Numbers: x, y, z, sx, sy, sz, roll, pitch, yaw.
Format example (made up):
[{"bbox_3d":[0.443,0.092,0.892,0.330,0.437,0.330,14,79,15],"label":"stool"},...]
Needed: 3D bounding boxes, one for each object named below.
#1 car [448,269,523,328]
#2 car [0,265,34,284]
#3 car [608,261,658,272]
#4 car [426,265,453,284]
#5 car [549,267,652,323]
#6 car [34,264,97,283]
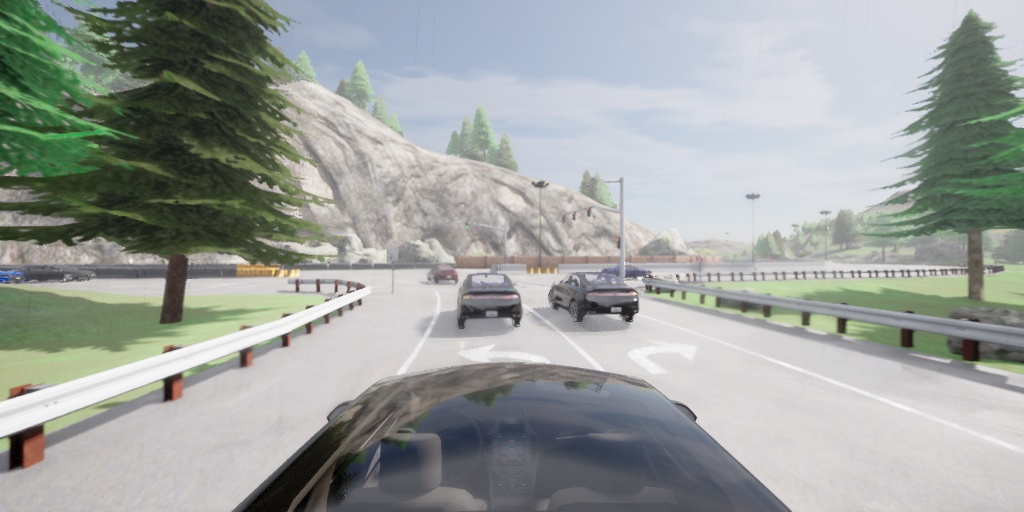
[{"bbox_3d":[-0.824,1.299,11.698,2.128,1.511,4.902,0,0,-7],"label":"car"},{"bbox_3d":[-39.105,1.380,26.015,5.008,1.535,1.882,0,0,-15],"label":"car"},{"bbox_3d":[10.270,1.425,32.139,4.674,1.442,1.812,0,-1,-18],"label":"car"},{"bbox_3d":[-5.774,1.447,29.696,1.812,1.442,4.674,0,0,-24],"label":"car"},{"bbox_3d":[2.600,1.296,12.381,2.128,1.511,4.902,0,0,-7],"label":"car"},{"bbox_3d":[-38.114,1.435,29.911,4.892,1.490,1.837,0,0,-15],"label":"car"}]
